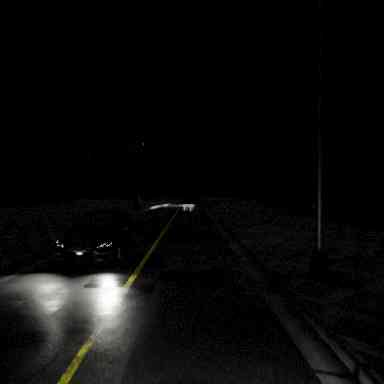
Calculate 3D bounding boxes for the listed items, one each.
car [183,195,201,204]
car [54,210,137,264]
[{"bbox_3d":[0.029,1.161,53.030,2.128,1.511,4.902,0,0,18],"label":"car"},{"bbox_3d":[-3.110,1.424,11.608,1.837,1.490,4.892,0,0,0],"label":"car"}]
